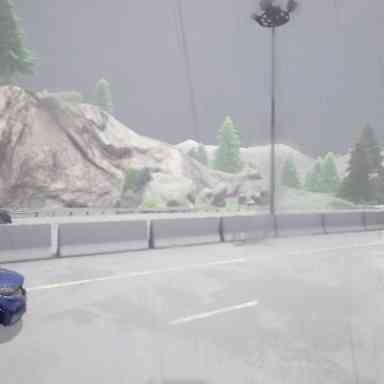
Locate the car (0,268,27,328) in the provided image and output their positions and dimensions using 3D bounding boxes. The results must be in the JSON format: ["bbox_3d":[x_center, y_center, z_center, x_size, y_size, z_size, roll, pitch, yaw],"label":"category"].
[{"bbox_3d":[-4.830,1.502,4.496,4.674,1.442,1.812,1,0,-36],"label":"car"}]

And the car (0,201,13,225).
[{"bbox_3d":[-13.449,1.305,20.034,4.553,1.767,2.097,0,0,-35],"label":"car"}]
